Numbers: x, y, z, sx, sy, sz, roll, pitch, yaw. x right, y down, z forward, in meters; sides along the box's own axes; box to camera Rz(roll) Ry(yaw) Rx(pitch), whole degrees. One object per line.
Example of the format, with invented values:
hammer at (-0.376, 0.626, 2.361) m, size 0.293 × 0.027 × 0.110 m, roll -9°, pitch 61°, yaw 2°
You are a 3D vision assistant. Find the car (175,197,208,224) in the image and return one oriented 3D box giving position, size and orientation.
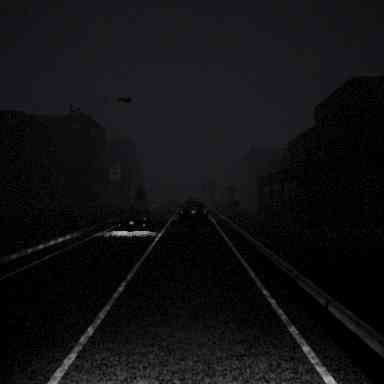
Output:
car at (0.095, 1.399, 24.924) m, size 2.097 × 1.767 × 4.553 m, roll 0°, pitch 0°, yaw 0°

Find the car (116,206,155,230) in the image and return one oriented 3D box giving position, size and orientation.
car at (-3.495, 1.599, 21.231) m, size 1.994 × 1.385 × 4.181 m, roll 0°, pitch 0°, yaw 0°

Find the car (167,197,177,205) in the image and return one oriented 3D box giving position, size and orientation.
car at (-3.537, 1.714, 63.369) m, size 1.837 × 1.490 × 4.892 m, roll 0°, pitch 0°, yaw 0°

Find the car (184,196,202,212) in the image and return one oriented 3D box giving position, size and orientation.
car at (0.100, 1.464, 41.798) m, size 2.097 × 1.767 × 4.553 m, roll 0°, pitch 0°, yaw 0°
